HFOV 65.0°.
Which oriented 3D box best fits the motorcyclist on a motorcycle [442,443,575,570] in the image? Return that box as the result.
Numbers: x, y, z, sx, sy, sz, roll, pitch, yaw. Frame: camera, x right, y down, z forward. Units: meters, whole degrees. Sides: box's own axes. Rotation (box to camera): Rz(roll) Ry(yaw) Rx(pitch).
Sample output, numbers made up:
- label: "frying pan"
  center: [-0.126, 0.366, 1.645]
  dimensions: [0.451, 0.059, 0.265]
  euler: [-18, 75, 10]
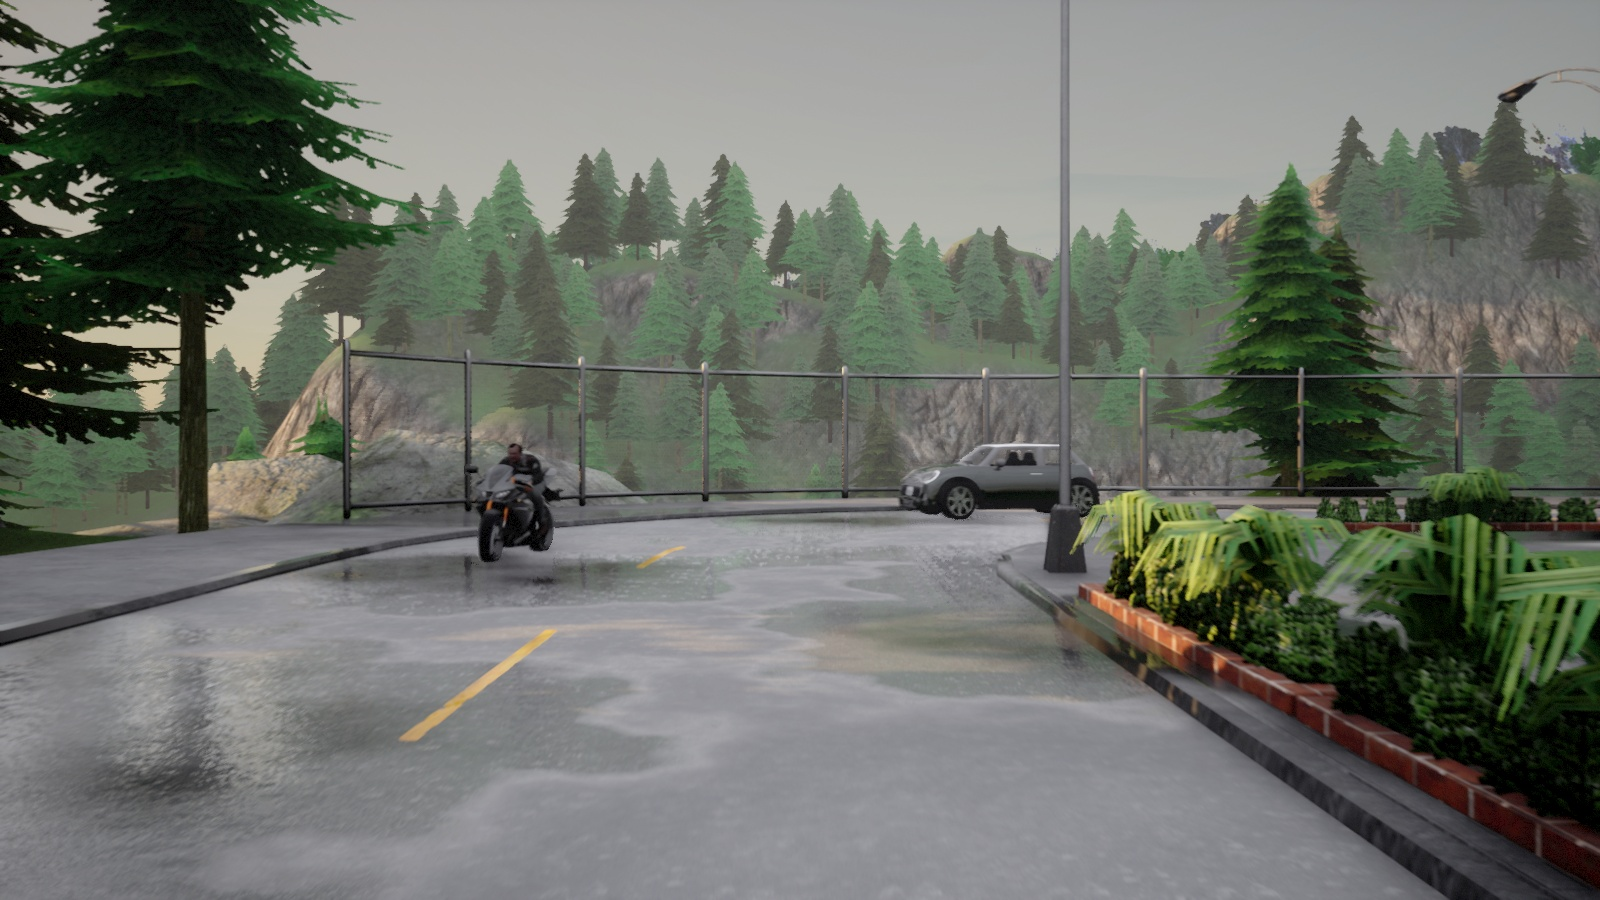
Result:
- label: "motorcyclist on a motorcycle"
  center: [-3.761, 0.687, 16.442]
  dimensions: [0.866, 1.530, 2.191]
  euler: [1, 0, 11]

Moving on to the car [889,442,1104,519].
- label: "car"
  center: [3.916, 0.574, 25.309]
  dimensions: [3.806, 1.475, 1.970]
  euler: [0, 0, -13]
